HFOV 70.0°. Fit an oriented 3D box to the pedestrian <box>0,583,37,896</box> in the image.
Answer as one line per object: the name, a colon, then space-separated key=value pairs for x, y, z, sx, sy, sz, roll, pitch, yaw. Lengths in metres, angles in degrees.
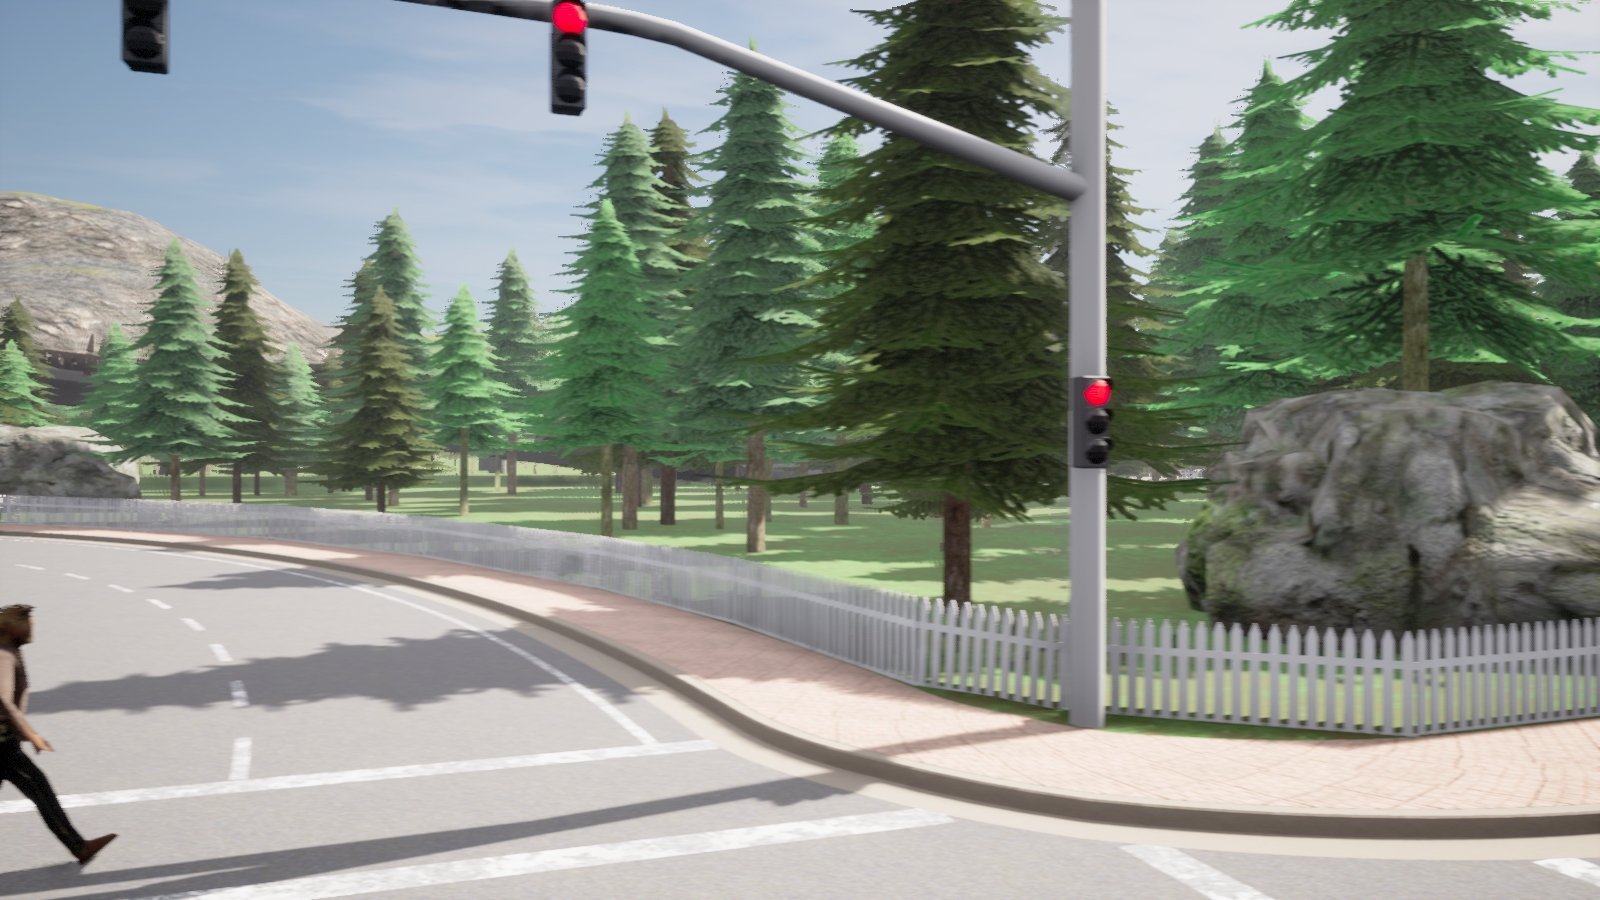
pedestrian: x=-4.992 y=1.790 z=7.124 sx=0.375 sy=1.860 sz=0.375 roll=0 pitch=0 yaw=-32
